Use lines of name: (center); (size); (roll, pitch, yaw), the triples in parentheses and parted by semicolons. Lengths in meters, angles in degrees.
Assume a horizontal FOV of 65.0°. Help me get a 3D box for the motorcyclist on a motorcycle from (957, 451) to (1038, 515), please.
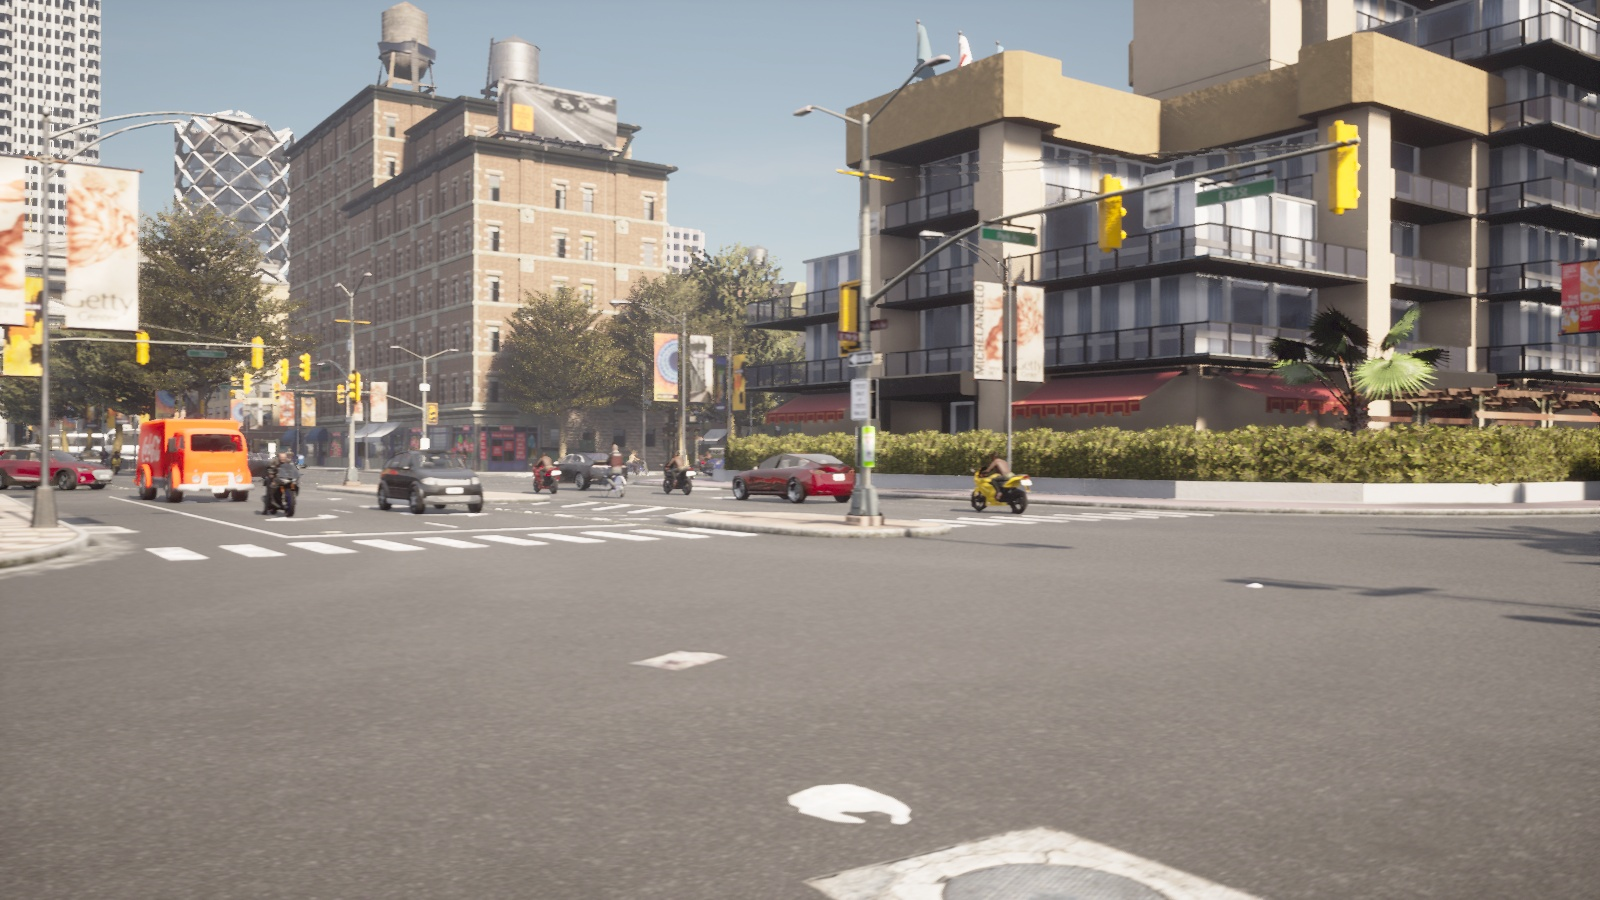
motorcyclist on a motorcycle: (4.888, 0.793, 31.256); (0.797, 1.523, 2.044); (0, 0, -35)

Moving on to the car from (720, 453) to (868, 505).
car: (-0.263, 0.840, 38.510); (2.163, 1.488, 4.792); (0, 0, -35)

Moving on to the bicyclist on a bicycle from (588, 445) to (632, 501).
bicyclist on a bicycle: (-6.182, 0.728, 40.809); (0.659, 1.776, 1.843); (0, 0, -35)

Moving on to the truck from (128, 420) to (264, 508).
truck: (-18.375, 0.390, 38.043); (2.627, 2.467, 5.204); (0, 0, -39)

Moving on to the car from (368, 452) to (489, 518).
car: (-9.349, 0.820, 31.443); (1.789, 1.549, 3.705); (0, 0, -35)

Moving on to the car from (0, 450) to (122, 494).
car: (-29.104, 0.856, 48.550); (4.856, 1.649, 2.033); (0, 0, 9)

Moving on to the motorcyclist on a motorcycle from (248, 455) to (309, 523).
motorcyclist on a motorcycle: (-12.267, 0.878, 29.508); (0.866, 1.530, 2.191); (0, 0, -35)

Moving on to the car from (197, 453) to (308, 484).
car: (-27.573, 0.915, 63.443); (2.128, 1.511, 4.902); (0, 0, 28)

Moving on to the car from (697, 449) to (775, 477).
car: (-4.091, 0.810, 80.766); (4.553, 1.767, 2.097); (0, 0, -36)

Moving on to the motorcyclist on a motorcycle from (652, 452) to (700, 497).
motorcyclist on a motorcycle: (-4.389, 0.845, 44.332); (0.797, 1.523, 2.044); (0, 0, -35)

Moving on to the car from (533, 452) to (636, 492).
car: (-8.699, 0.843, 50.357); (2.128, 1.511, 4.902); (0, 0, -35)

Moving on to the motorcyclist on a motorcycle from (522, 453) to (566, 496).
motorcyclist on a motorcycle: (-9.216, 0.857, 45.091); (0.797, 1.523, 2.044); (0, 0, -35)
